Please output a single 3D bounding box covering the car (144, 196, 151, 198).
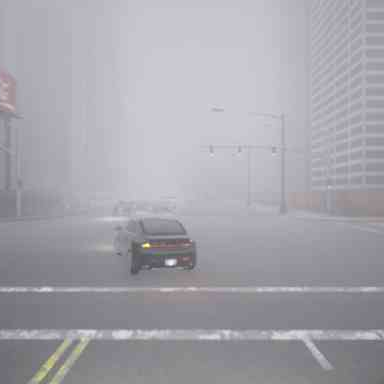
[{"bbox_3d":[-7.027,1.784,54.917,1.994,1.385,4.181,0,0,1],"label":"car"}]

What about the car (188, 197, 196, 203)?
[{"bbox_3d":[-0.009,1.830,76.500,1.812,1.442,4.674,0,0,0],"label":"car"}]

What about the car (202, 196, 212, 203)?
[{"bbox_3d":[3.491,1.661,76.512,2.097,1.767,4.553,0,0,0],"label":"car"}]

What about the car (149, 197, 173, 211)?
[{"bbox_3d":[-3.583,1.684,39.559,1.812,1.442,4.674,0,0,0],"label":"car"}]

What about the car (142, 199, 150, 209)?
[{"bbox_3d":[-7.087,1.781,44.868,1.895,1.301,4.718,0,0,0],"label":"car"}]

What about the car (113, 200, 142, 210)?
[{"bbox_3d":[-7.107,1.634,35.604,2.128,1.511,4.902,0,0,0],"label":"car"}]

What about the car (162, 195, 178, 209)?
[{"bbox_3d":[-3.568,1.418,49.138,2.150,2.045,5.566,0,0,0],"label":"car"}]

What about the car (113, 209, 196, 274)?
[{"bbox_3d":[-1.337,1.551,10.874,1.837,1.490,4.892,1,0,-19],"label":"car"}]

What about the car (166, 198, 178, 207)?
[{"bbox_3d":[-3.507,1.838,59.182,1.895,1.301,4.718,0,0,0],"label":"car"}]

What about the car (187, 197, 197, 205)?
[{"bbox_3d":[-0.007,1.866,66.286,1.895,1.301,4.718,0,0,0],"label":"car"}]
